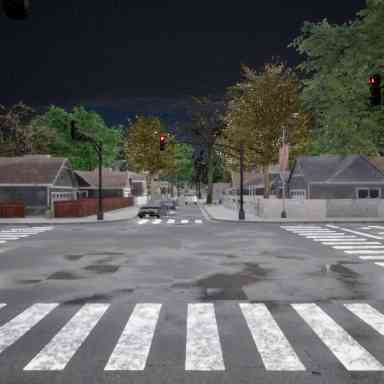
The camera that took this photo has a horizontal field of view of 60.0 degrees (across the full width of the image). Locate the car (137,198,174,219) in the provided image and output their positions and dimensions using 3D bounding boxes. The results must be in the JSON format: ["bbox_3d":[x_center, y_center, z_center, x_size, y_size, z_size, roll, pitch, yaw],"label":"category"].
[{"bbox_3d":[-3.339,1.564,29.694,2.033,1.411,5.357,0,0,6],"label":"car"}]

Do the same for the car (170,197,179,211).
[{"bbox_3d":[-3.019,1.593,41.367,1.994,1.385,4.181,0,0,0],"label":"car"}]

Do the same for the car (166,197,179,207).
[{"bbox_3d":[-3.024,1.568,52.936,1.812,1.442,4.674,0,0,0],"label":"car"}]

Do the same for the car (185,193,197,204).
[{"bbox_3d":[-0.183,1.278,62.947,2.150,2.045,5.566,0,0,0],"label":"car"}]
